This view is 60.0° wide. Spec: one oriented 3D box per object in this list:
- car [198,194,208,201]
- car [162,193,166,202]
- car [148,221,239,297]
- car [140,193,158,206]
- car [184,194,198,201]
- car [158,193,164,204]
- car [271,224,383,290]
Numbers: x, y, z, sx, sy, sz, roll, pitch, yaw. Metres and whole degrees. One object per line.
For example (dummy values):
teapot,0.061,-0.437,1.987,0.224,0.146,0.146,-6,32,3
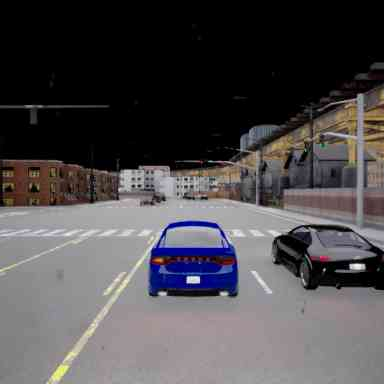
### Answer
car,3.204,1.471,87.658,1.882,1.535,5.008,0,0,-3
car,-7.232,1.225,76.010,2.150,2.045,5.566,0,0,0
car,0.035,1.478,8.638,1.882,1.535,5.008,0,0,0
car,-7.251,1.352,54.607,2.097,1.767,4.553,0,0,0
car,-0.282,1.345,86.759,2.097,1.767,4.553,0,0,-3
car,-7.232,1.526,65.523,1.812,1.442,4.674,0,0,1
car,3.538,1.564,9.104,1.994,1.385,4.181,0,0,0
